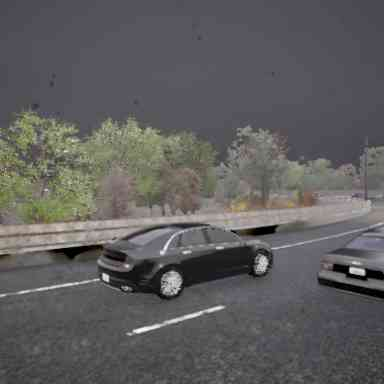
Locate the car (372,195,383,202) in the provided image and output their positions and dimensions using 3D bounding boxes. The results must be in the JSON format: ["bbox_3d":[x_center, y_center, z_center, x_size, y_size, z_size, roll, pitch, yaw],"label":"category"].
[{"bbox_3d":[42.990,1.512,77.970,2.128,1.511,4.902,0,0,5],"label":"car"}]

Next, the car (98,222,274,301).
[{"bbox_3d":[0.089,1.532,8.495,4.892,1.490,1.837,-1,0,-39],"label":"car"}]

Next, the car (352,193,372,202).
[{"bbox_3d":[39.519,1.223,78.436,2.150,2.045,5.566,0,0,5],"label":"car"}]

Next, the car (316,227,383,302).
[{"bbox_3d":[5.063,1.560,7.971,5.357,1.411,2.033,0,0,-40],"label":"car"}]
